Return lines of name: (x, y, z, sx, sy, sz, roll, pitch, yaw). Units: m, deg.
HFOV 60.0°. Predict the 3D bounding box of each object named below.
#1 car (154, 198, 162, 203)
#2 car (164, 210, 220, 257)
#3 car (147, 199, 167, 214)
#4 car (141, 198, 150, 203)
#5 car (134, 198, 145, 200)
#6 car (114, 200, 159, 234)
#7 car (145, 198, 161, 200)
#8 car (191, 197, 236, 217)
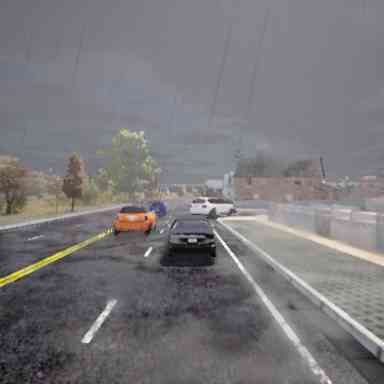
car: (-8.797, 2.245, 86.214, 1.895, 1.301, 4.718, 0, -1, -2)
car: (-0.027, 1.693, 13.612, 2.033, 1.411, 5.357, 0, -1, -1)
car: (-3.967, 1.889, 39.416, 1.882, 1.535, 5.008, 0, -1, -2)
car: (-12.045, 2.247, 86.111, 1.895, 1.301, 4.718, 0, -1, -2)
car: (-11.547, 2.246, 70.323, 2.128, 1.511, 4.902, 0, -1, -2)
car: (-3.428, 1.574, 20.793, 2.097, 1.767, 4.553, 0, -1, -1)
car: (-8.298, 2.271, 70.425, 1.994, 1.385, 4.181, 0, -1, -2)
car: (2.231, 1.573, 33.497, 2.150, 2.045, 5.566, -3, -2, 41)
